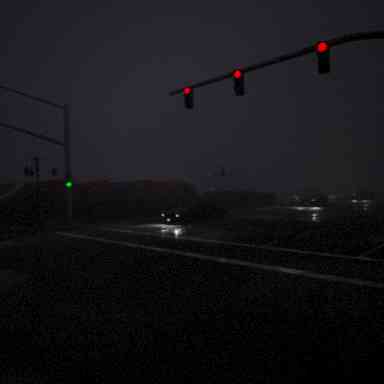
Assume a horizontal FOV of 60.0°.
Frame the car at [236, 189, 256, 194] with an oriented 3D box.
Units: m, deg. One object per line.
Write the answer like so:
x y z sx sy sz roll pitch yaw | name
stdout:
9.274 0.444 63.904 4.605 1.855 1.932 -1 1 44 | car

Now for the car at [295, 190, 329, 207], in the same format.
13.735 0.825 37.109 1.812 1.442 4.674 -1 1 43 | car

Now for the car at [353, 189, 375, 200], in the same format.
25.667 0.294 49.533 1.837 1.490 4.892 -1 1 44 | car

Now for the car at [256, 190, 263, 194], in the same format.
13.117 0.550 67.954 3.806 1.475 1.970 -1 1 44 | car

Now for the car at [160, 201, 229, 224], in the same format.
0.326 1.323 23.038 2.033 1.411 5.357 -1 1 44 | car
